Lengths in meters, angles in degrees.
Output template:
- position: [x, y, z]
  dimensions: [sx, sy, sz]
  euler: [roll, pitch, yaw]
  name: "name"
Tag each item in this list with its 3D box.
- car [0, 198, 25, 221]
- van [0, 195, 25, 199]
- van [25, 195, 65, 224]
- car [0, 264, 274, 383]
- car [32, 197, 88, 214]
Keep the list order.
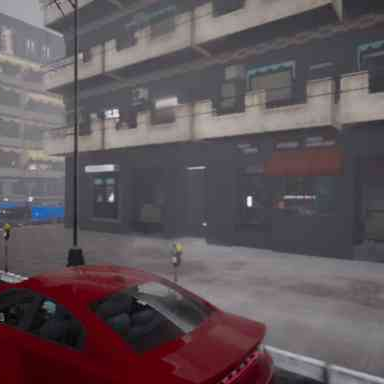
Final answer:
- position: [-11.122, 1.354, 24.542]
  dimensions: [2.033, 1.411, 5.357]
  euler: [0, 1, 39]
  name: "car"
- position: [-15.684, 1.127, 27.595]
  dimensions: [1.690, 1.788, 3.998]
  euler: [1, 2, 35]
  name: "van"
- position: [-8.849, 1.162, 22.747]
  dimensions: [1.690, 1.788, 3.998]
  euler: [1, 1, 35]
  name: "van"
- position: [-1.349, 1.546, 3.832]
  dimensions: [4.507, 1.381, 1.887]
  euler: [0, 0, 35]
  name: "car"
- position: [-12.558, 1.236, 32.040]
  dimensions: [1.752, 1.417, 4.829]
  euler: [1, 2, 35]
  name: "car"
